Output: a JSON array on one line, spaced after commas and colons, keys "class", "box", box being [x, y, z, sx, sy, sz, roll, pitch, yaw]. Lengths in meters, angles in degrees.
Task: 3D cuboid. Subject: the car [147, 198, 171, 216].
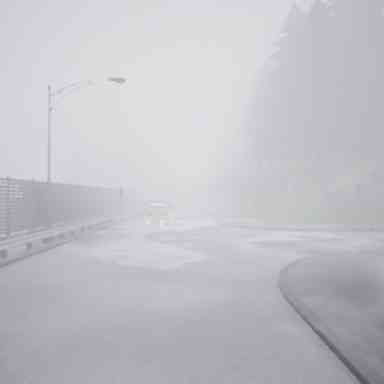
[{"class": "car", "box": [-4.107, 1.763, 40.592, 2.150, 2.045, 5.566, 0, -1, 0]}]

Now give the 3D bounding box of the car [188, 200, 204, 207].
[{"class": "car", "box": [0.820, 2.451, 69.557, 1.812, 1.442, 4.674, 0, -1, 26]}]

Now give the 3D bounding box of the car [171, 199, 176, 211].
[{"class": "car", "box": [-4.094, 1.905, 51.252, 2.150, 2.045, 5.566, 0, -1, 0]}]

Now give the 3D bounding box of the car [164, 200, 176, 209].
[{"class": "car", "box": [-4.066, 2.300, 61.720, 1.882, 1.535, 5.008, 0, -1, 0]}]
